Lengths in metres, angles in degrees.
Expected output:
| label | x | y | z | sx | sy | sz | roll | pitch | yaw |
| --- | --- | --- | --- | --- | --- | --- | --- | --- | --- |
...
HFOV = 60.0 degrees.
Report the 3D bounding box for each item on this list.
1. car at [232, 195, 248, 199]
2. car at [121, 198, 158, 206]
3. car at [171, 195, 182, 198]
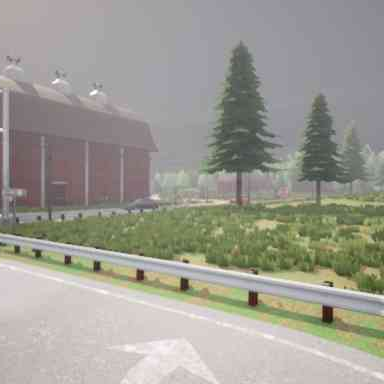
| label | x | y | z | sx | sy | sz | roll | pitch | yaw |
| --- | --- | --- | --- | --- | --- | --- | --- | --- | --- |
| car | 7.978 | 1.319 | 55.956 | 2.097 | 1.767 | 4.553 | 0 | 0 | 37 |
| car | -5.850 | 1.472 | 37.439 | 1.837 | 1.490 | 4.892 | 0 | 0 | 37 |
| car | -4.304 | 1.414 | 85.491 | 1.816 | 1.474 | 4.193 | 0 | 0 | 36 |
